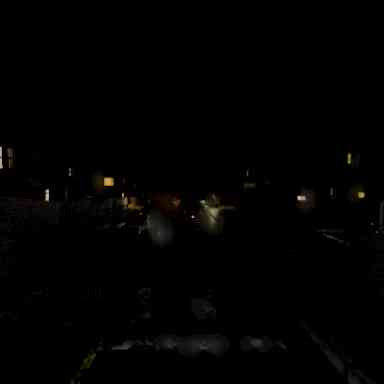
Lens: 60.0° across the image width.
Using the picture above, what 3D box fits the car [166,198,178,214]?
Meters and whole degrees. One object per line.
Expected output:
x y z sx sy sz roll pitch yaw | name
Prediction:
-2.867 1.597 35.632 1.994 1.385 4.181 0 0 1 | car

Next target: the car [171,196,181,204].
-2.874 1.539 45.693 1.882 1.535 5.008 0 0 0 | car

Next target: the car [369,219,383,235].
11.213 1.475 15.290 5.357 1.411 2.033 0 3 2 | car

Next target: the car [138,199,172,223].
-2.914 1.538 25.670 1.812 1.442 4.674 0 0 2 | car

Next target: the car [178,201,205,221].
0.083 1.616 27.703 1.895 1.301 4.718 0 0 0 | car
